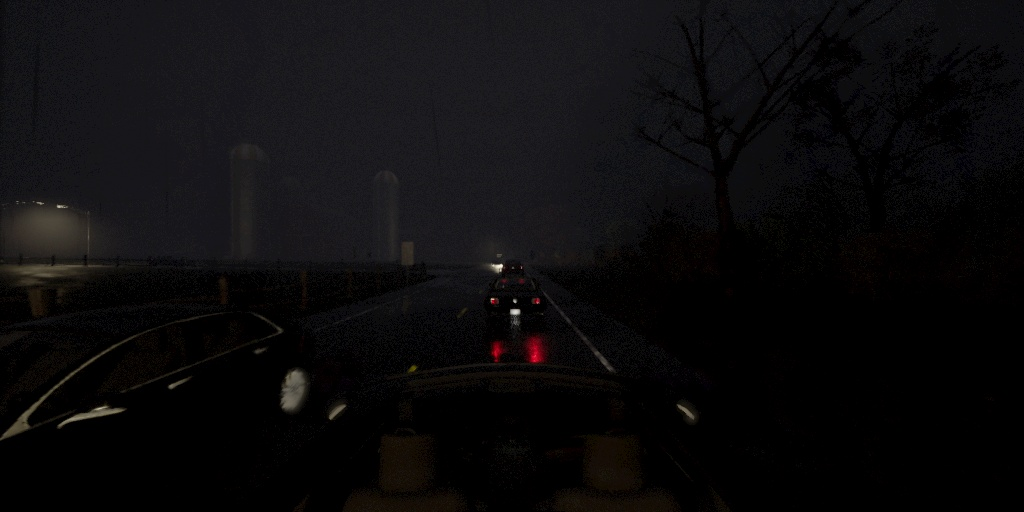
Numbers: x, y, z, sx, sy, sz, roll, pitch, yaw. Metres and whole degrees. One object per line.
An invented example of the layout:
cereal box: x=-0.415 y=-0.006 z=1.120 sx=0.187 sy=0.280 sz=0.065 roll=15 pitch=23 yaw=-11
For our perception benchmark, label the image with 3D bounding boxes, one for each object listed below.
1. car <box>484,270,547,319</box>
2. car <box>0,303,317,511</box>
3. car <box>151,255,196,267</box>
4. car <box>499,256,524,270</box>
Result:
car: x=0.098 y=1.354 z=12.736 sx=1.895 sy=1.301 sz=4.718 roll=0 pitch=0 yaw=0
car: x=-3.600 y=1.257 z=3.017 sx=1.837 sy=1.490 sz=4.892 roll=0 pitch=0 yaw=0
car: x=-41.676 y=0.663 z=44.129 sx=4.674 sy=1.442 sz=1.812 roll=1 pitch=1 yaw=0
car: x=0.092 y=1.110 z=34.775 sx=2.097 sy=1.767 sz=4.553 roll=0 pitch=0 yaw=0
